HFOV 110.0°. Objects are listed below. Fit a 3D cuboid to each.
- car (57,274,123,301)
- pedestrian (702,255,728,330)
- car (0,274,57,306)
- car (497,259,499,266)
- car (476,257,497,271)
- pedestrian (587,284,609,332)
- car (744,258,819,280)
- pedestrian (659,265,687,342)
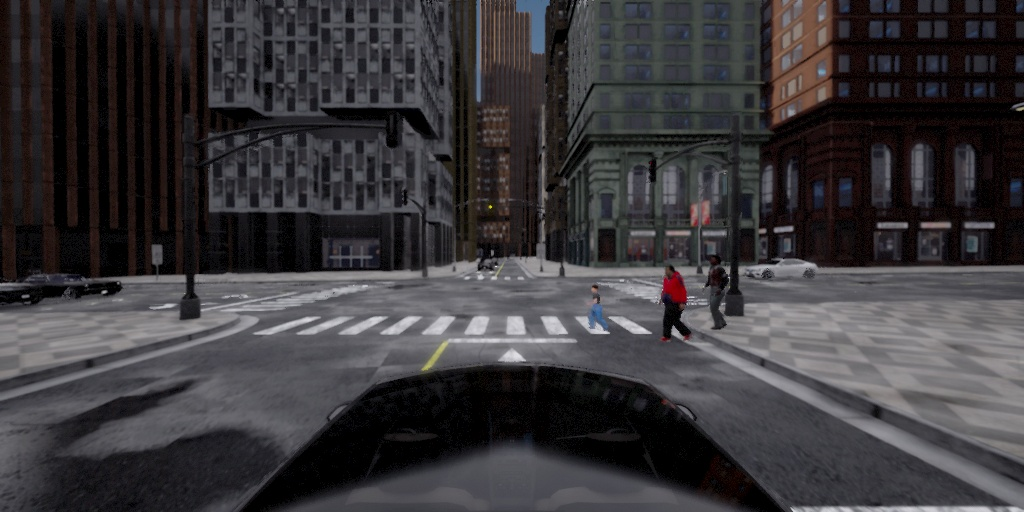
[{"bbox_3d":[-23.376,1.590,18.625,4.718,1.301,1.895,-1,0,0],"label":"car"},{"bbox_3d":[4.975,0.867,8.736,0.375,1.860,0.375,0,0,0],"label":"pedestrian"},{"bbox_3d":[-23.357,1.495,15.374,5.008,1.535,1.882,-1,0,0],"label":"car"},{"bbox_3d":[-3.259,0.977,61.603,1.837,1.490,4.892,0,0,0],"label":"car"},{"bbox_3d":[-3.189,1.072,43.921,1.837,1.490,4.892,0,0,0],"label":"car"},{"bbox_3d":[2.243,1.295,9.337,0.375,1.300,0.375,0,0,0],"label":"pedestrian"},{"bbox_3d":[19.002,0.894,25.354,4.674,1.442,1.812,-1,0,0],"label":"car"},{"bbox_3d":[3.637,1.019,8.139,0.375,1.860,0.375,0,0,0],"label":"pedestrian"}]
